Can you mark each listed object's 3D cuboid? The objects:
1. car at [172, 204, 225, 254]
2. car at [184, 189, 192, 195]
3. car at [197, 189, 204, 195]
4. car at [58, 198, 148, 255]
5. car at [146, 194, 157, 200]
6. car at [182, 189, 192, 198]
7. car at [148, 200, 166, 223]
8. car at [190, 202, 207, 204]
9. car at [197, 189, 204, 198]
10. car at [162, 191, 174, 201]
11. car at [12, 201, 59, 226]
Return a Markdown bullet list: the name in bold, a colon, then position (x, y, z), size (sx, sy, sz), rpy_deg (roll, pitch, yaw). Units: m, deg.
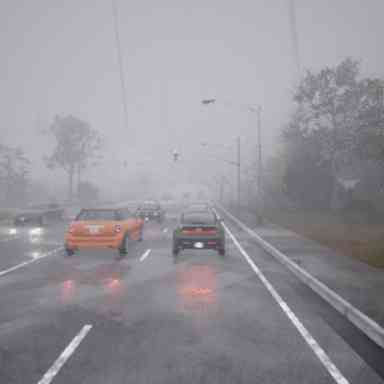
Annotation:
- **car**: position (0.265, 1.457, 13.190), size (1.837, 1.490, 4.892), rpy_deg (0, 0, 1)
- **car**: position (-1.108, 0.005, 91.641), size (1.812, 1.442, 4.674), rpy_deg (0, 3, 2)
- **car**: position (2.390, -0.016, 91.536), size (1.837, 1.490, 4.892), rpy_deg (0, 3, 2)
- **car**: position (-3.232, 1.301, 13.201), size (2.097, 1.767, 4.553), rpy_deg (0, 0, 1)
- **car**: position (-8.701, 1.192, 71.793), size (2.033, 1.411, 5.357), rpy_deg (0, 1, 2)
- **car**: position (-1.418, 0.716, 81.229), size (1.837, 1.490, 4.892), rpy_deg (0, 3, 2)
- **car**: position (-3.016, 1.510, 24.442), size (1.895, 1.301, 4.718), rpy_deg (0, 0, 1)
- **car**: position (0.477, 1.440, 23.454), size (1.812, 1.442, 4.674), rpy_deg (0, 0, 3)
- **car**: position (2.081, 0.758, 81.127), size (2.033, 1.411, 5.357), rpy_deg (0, 3, 2)
- **car**: position (-5.203, 0.881, 71.652), size (2.150, 2.045, 5.566), rpy_deg (0, 1, 2)
- **car**: position (-10.187, 1.418, 22.586), size (1.837, 1.490, 4.892), rpy_deg (0, 0, 2)
